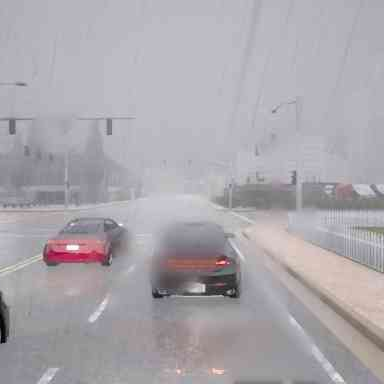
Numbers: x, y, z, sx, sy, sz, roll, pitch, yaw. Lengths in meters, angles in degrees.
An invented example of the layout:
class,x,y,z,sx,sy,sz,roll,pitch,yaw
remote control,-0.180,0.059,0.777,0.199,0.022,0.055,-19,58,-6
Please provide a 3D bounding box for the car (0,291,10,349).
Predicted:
class,x,y,z,sx,sy,sz,roll,pitch,yaw
car,-3.408,1.492,2.609,2.128,1.511,4.902,0,0,0

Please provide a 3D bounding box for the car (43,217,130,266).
class,x,y,z,sx,sy,sz,roll,pitch,yaw
car,-3.416,1.564,11.517,1.994,1.385,4.181,0,0,0

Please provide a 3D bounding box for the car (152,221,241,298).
class,x,y,z,sx,sy,sz,roll,pitch,yaw
car,0.088,1.505,8.478,1.837,1.490,4.892,0,0,0
